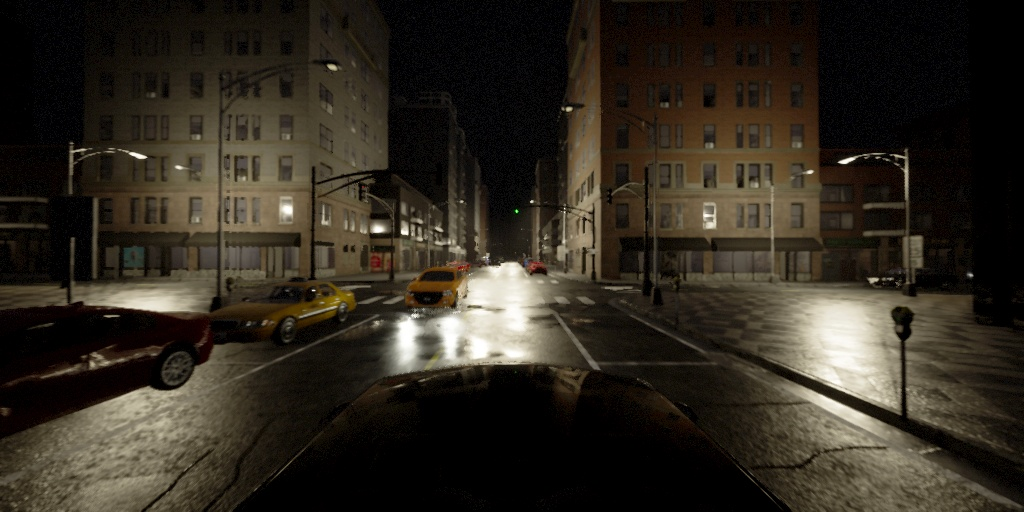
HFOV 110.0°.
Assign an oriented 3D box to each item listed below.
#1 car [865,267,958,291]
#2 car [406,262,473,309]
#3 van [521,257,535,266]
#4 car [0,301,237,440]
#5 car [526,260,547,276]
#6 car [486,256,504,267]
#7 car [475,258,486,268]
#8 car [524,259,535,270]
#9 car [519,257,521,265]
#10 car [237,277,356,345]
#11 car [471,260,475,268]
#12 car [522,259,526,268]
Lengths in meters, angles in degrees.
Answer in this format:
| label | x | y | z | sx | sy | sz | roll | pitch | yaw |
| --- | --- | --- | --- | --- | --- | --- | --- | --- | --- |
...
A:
| label | x | y | z | sx | sy | sz | roll | pitch | yaw |
| --- | --- | --- | --- | --- | --- | --- | --- | --- | --- |
| car | 26.458 | 1.503 | 23.862 | 4.902 | 1.511 | 2.128 | 0 | -1 | 0 |
| car | -2.994 | 1.237 | 15.180 | 1.882 | 1.535 | 5.008 | 0 | 1 | 0 |
| van | 2.663 | 1.118 | 53.750 | 1.690 | 1.789 | 3.998 | 0 | 0 | 0 |
| car | -5.857 | 1.296 | 4.094 | 1.888 | 1.381 | 4.507 | 0 | 0 | 0 |
| car | 2.665 | 1.349 | 36.730 | 1.802 | 1.307 | 4.207 | 0 | 0 | 0 |
| car | -3.007 | 1.136 | 64.953 | 2.097 | 1.767 | 4.553 | 0 | -1 | 0 |
| car | -5.863 | 1.363 | 59.430 | 1.802 | 1.307 | 4.207 | 0 | 0 | 0 |
| car | 2.664 | 1.352 | 42.403 | 1.802 | 1.307 | 4.207 | 0 | 0 | 0 |
| car | 2.663 | 1.096 | 59.423 | 2.192 | 1.841 | 5.009 | 0 | 0 | 0 |
| car | -5.858 | 1.279 | 9.549 | 1.751 | 1.417 | 4.829 | 0 | 0 | 0 |
| car | -5.862 | 1.315 | 42.411 | 1.888 | 1.381 | 4.507 | 0 | 0 | 0 |
| car | 2.664 | 1.355 | 48.077 | 1.802 | 1.307 | 4.207 | 0 | 0 | 0 |
